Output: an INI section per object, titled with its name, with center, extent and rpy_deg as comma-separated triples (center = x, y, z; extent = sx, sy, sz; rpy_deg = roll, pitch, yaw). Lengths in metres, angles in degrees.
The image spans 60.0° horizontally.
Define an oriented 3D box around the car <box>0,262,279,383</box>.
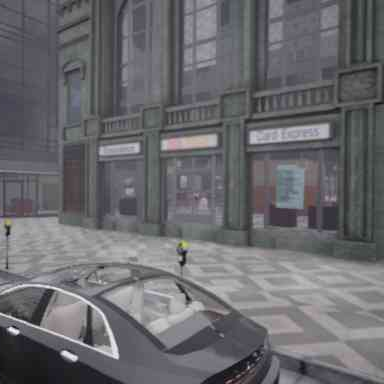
[car]
center = -1.243, 1.523, 3.848
extent = 4.403, 1.369, 2.008
rpy_deg = 1, 1, 36
